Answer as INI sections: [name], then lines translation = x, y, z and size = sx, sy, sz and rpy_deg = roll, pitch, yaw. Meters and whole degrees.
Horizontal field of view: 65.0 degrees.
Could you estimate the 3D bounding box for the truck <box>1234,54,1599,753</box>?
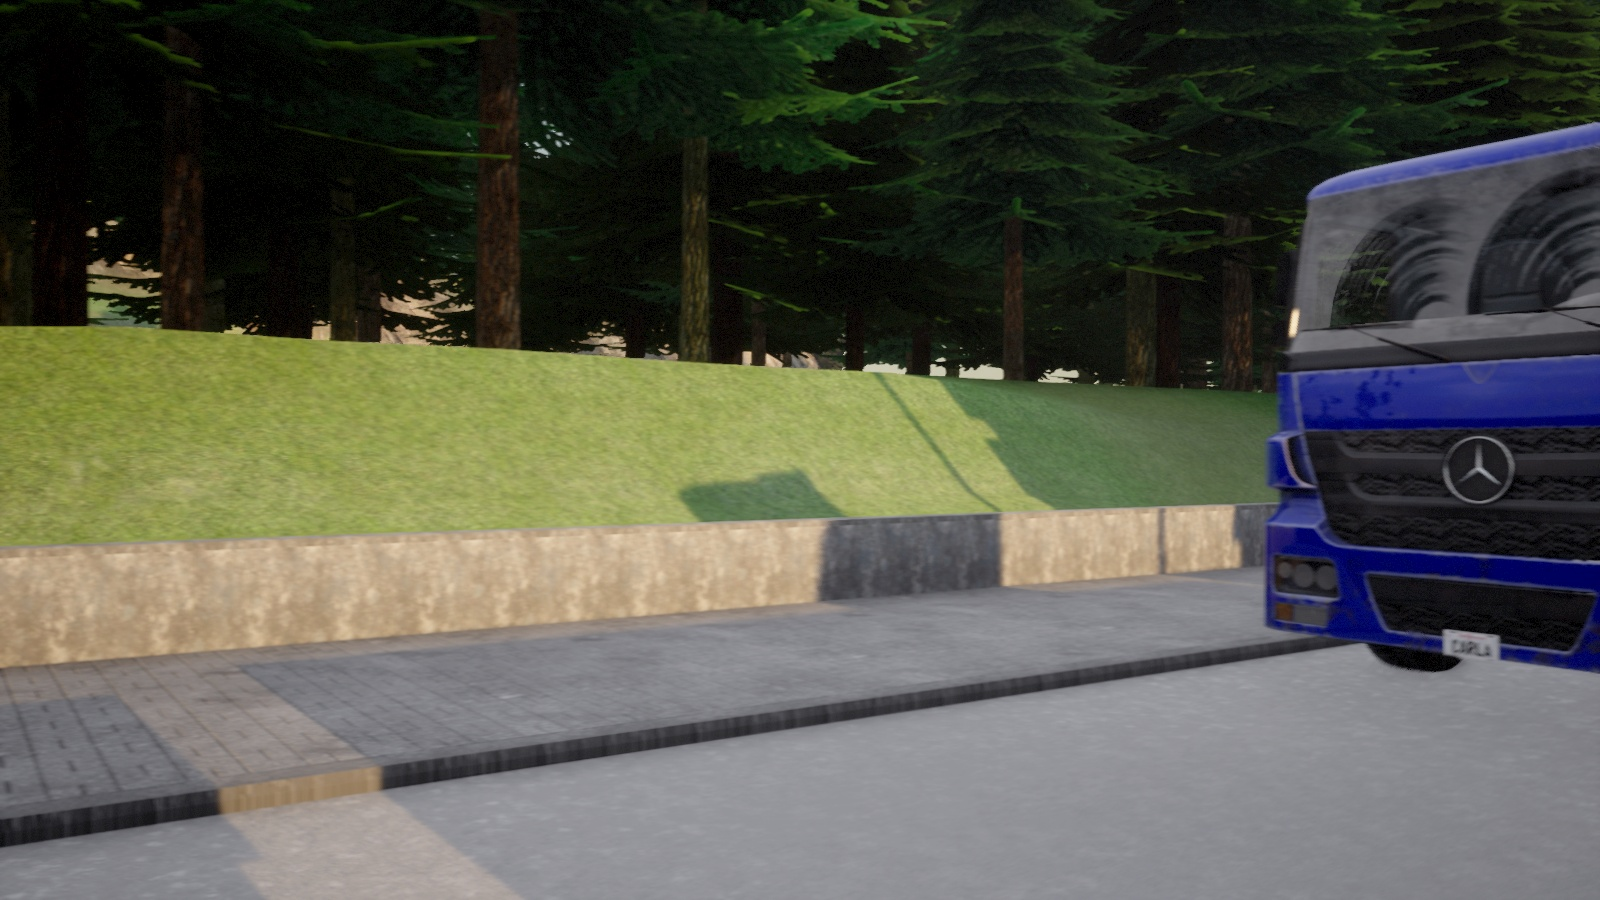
[truck]
translation = 6.838, -0.229, 9.026
size = 7.936, 3.462, 2.891
rpy_deg = 0, 0, -35
